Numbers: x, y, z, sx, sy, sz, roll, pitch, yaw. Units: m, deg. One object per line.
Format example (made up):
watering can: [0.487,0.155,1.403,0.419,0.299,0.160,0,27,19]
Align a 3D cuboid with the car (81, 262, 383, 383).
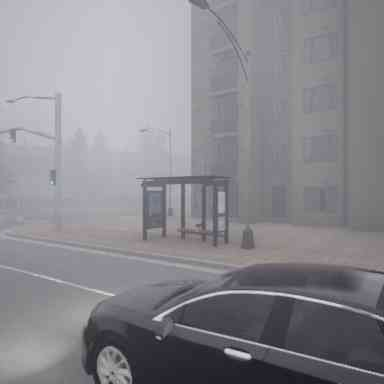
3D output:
car: [0.909,1.505,3.335,4.892,1.490,1.837,0,0,36]
